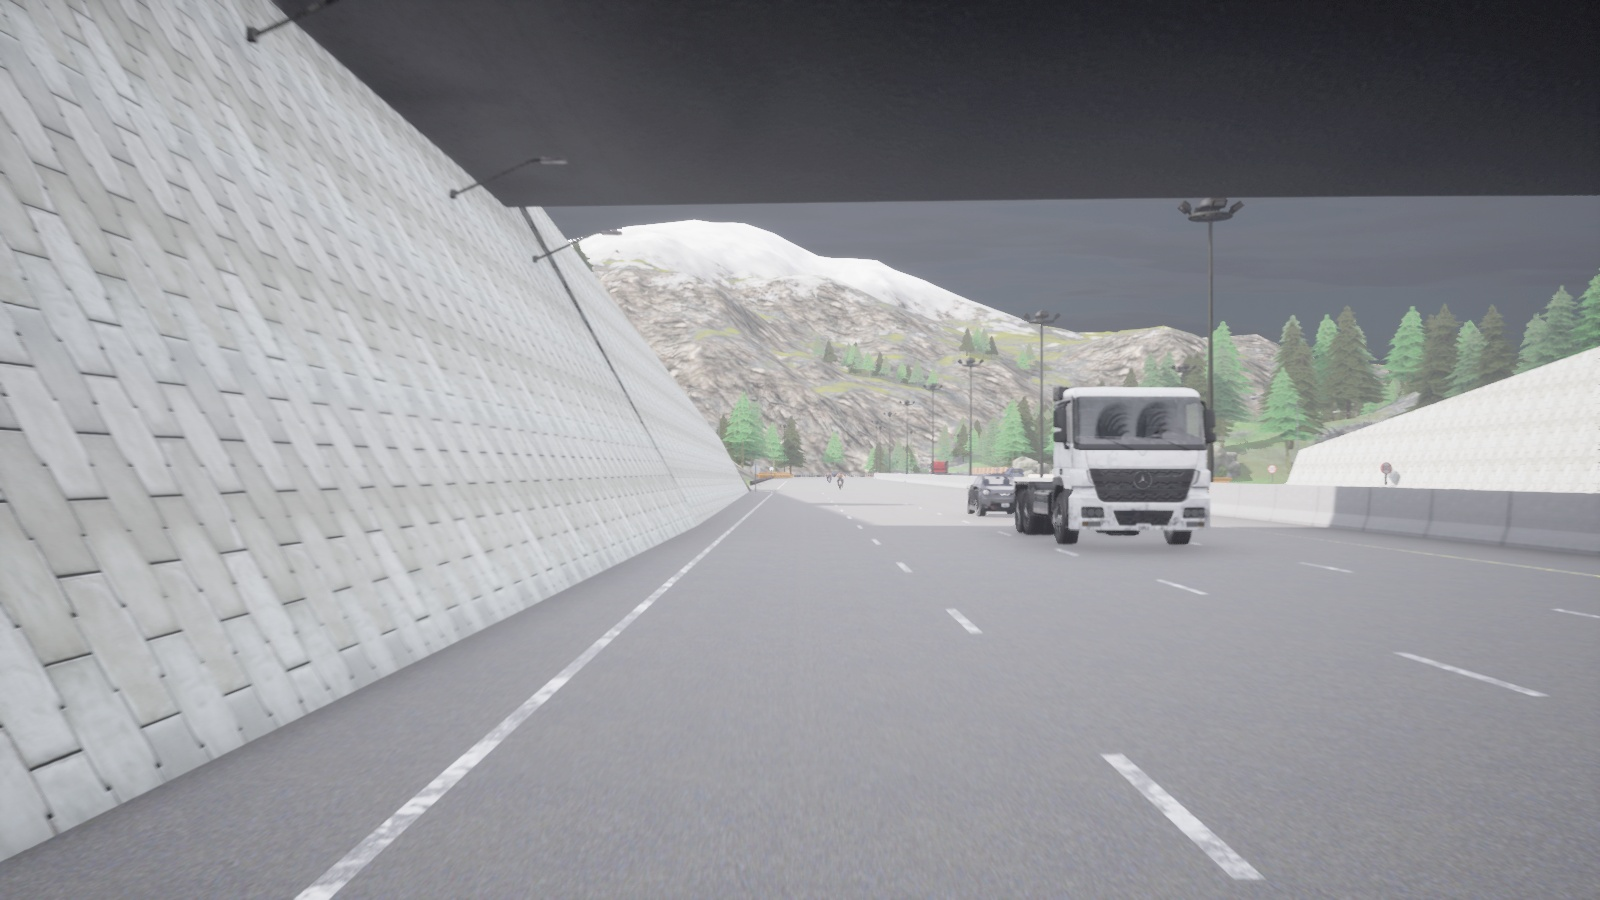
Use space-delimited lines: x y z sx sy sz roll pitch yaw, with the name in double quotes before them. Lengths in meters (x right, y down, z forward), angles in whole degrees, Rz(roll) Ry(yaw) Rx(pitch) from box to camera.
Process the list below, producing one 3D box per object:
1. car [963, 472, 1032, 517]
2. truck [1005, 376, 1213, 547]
"car" 6.923 1.539 44.231 1.845 1.501 3.633 0 -1 0
"truck" 6.938 0.297 29.496 2.891 3.462 7.936 0 -1 0
